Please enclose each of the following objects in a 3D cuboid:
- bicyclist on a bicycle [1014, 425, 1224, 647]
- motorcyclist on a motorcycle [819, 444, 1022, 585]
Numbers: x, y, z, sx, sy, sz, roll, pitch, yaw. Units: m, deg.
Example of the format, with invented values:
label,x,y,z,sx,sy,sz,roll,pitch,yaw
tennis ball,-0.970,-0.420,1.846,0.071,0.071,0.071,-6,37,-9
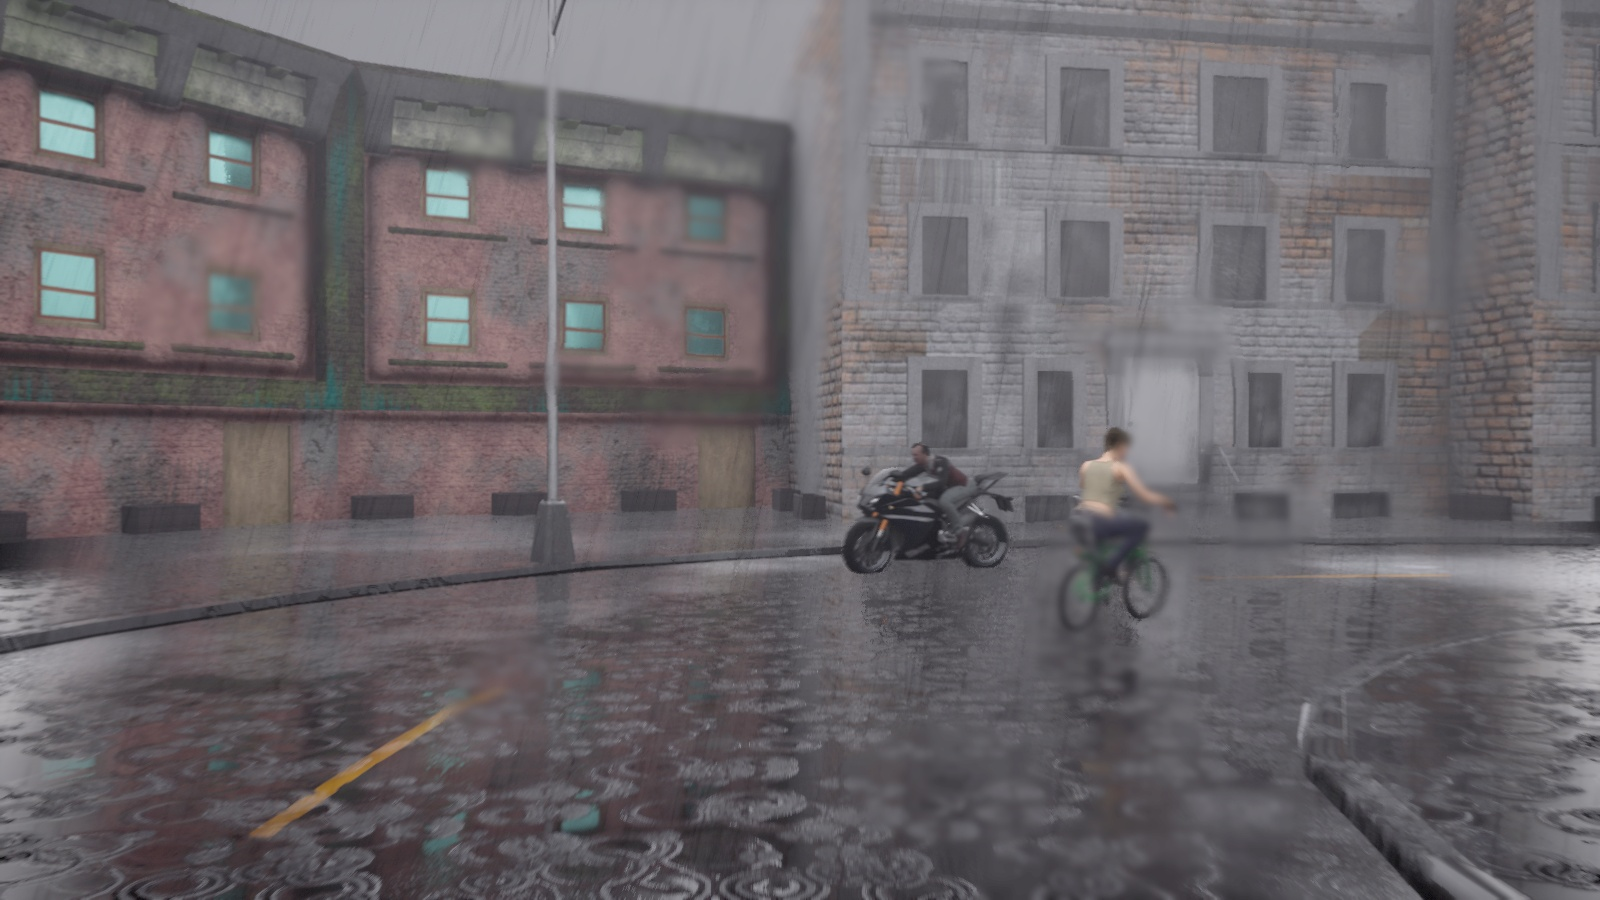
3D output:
label,x,y,z,sx,sy,sz,roll,pitch,yaw
bicyclist on a bicycle,2.587,0.629,10.128,1.509,1.612,0.866,0,4,-42
motorcyclist on a motorcycle,1.404,0.702,14.562,2.191,1.530,0.866,0,2,-25
